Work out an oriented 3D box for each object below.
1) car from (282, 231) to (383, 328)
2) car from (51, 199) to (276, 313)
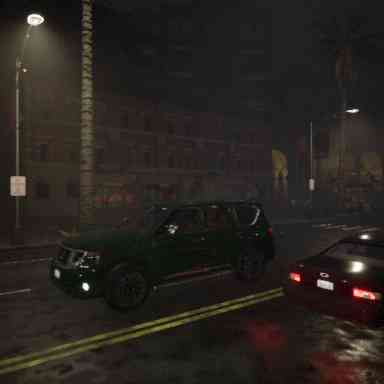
[{"bbox_3d":[4.192,1.547,6.852,5.357,1.411,2.033,0,0,-36],"label":"car"},{"bbox_3d":[-0.367,1.221,8.059,5.566,2.045,2.150,0,0,-36],"label":"car"}]
